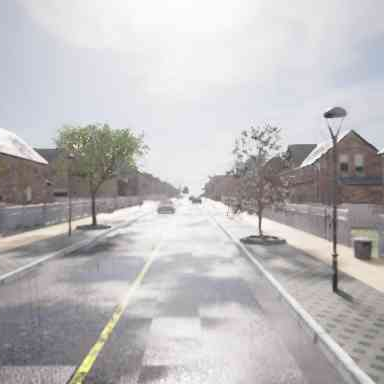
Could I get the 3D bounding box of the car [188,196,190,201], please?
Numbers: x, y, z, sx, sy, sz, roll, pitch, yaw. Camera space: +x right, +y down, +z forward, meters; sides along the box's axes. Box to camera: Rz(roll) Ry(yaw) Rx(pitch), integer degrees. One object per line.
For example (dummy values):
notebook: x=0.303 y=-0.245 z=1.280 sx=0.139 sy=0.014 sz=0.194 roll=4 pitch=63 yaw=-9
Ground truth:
car: x=0.006 y=1.680 z=86.377 sx=1.837 sy=1.490 sz=4.892 roll=0 pitch=0 yaw=0

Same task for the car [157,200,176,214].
car: x=-2.836 y=1.615 z=37.261 sx=1.812 sy=1.442 sz=4.674 roll=0 pitch=0 yaw=0

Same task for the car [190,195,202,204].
car: x=0.967 y=1.681 z=67.806 sx=1.882 sy=1.535 sz=5.008 roll=0 pitch=0 yaw=0
